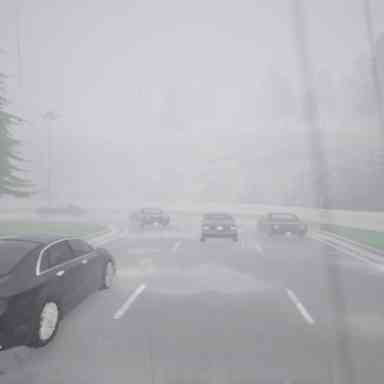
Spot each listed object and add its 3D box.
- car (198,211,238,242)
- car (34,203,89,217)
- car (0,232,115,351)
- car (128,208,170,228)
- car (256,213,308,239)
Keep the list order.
[{"bbox_3d":[1.334,1.710,17.534,2.033,1.411,5.357,1,0,2],"label":"car"},{"bbox_3d":[-12.545,1.726,32.112,4.718,1.301,1.895,1,-1,0],"label":"car"},{"bbox_3d":[-2.921,1.527,6.348,1.837,1.490,4.892,1,0,4],"label":"car"},{"bbox_3d":[-3.166,1.763,23.689,1.895,1.301,4.718,1,-1,-22],"label":"car"},{"bbox_3d":[4.918,1.816,18.929,1.895,1.301,4.718,1,0,1],"label":"car"}]
